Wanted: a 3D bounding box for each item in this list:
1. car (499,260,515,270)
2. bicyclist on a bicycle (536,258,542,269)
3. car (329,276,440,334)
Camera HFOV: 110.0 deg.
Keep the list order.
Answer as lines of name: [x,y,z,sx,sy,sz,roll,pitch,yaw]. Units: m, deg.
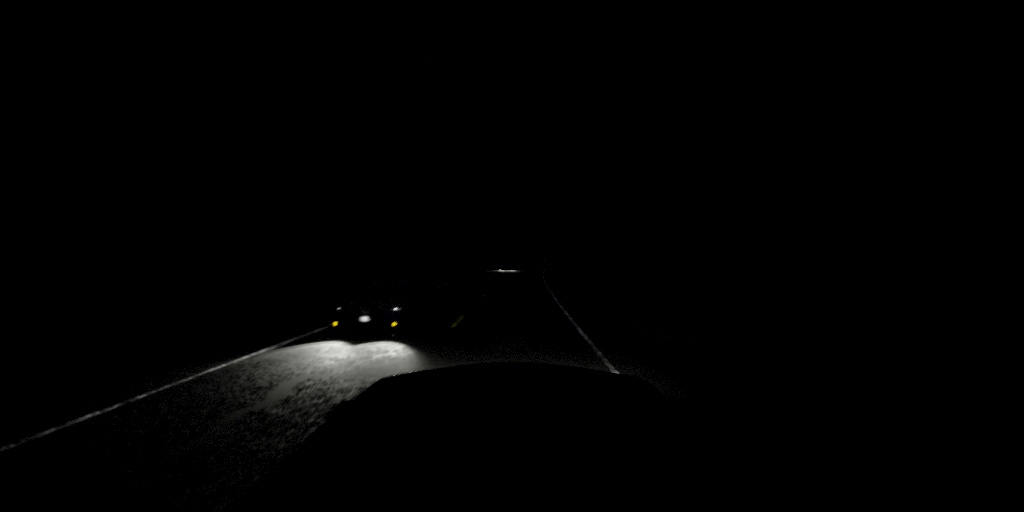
car: [-0.660,1.311,51.890,1.994,1.385,4.181,0,0,7]
bicyclist on a bicycle: [3.507,1.221,48.527,0.582,1.620,1.656,0,0,6]
car: [-3.466,1.304,10.505,1.994,1.385,4.181,0,0,1]
